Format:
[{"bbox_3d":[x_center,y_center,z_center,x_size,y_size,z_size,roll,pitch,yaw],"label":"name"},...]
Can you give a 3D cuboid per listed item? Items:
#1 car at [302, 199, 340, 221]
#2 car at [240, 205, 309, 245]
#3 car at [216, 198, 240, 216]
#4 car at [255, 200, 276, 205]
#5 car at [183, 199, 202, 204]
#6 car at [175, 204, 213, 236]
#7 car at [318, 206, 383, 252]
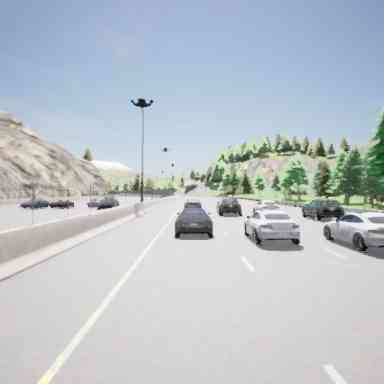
[{"bbox_3d":[10.595,1.355,27.303,2.097,1.767,4.553,0,0,0],"label":"car"},{"bbox_3d":[3.596,1.527,15.449,1.812,1.442,4.674,0,0,0],"label":"car"},{"bbox_3d":[3.595,1.356,32.892,2.097,1.767,4.553,0,0,0],"label":"car"},{"bbox_3d":[7.095,1.529,31.823,1.812,1.442,4.674,0,0,0],"label":"car"},{"bbox_3d":[0.094,1.495,35.854,2.128,1.511,4.902,0,0,0],"label":"car"},{"bbox_3d":[0.097,1.566,18.264,1.994,1.385,4.181,0,0,0],"label":"car"},{"bbox_3d":[7.098,1.527,13.706,1.812,1.442,4.674,0,0,0],"label":"car"}]
